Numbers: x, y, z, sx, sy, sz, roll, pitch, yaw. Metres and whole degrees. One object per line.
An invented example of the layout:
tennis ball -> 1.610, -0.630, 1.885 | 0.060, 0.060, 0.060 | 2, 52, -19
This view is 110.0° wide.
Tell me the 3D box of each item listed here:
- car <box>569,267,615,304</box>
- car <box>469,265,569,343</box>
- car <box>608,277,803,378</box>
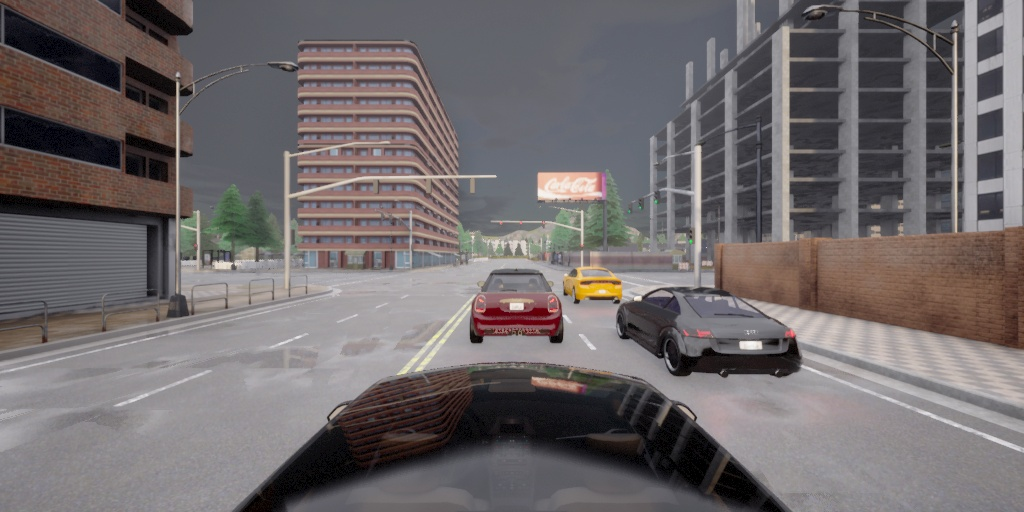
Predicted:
car -> 3.498, 1.225, 16.343 | 1.882, 1.535, 5.008 | 0, 0, 0
car -> 0.100, 1.101, 9.814 | 2.097, 1.767, 4.553 | 0, 0, 0
car -> 3.598, 1.313, 7.410 | 1.994, 1.385, 4.181 | 0, 0, 0
